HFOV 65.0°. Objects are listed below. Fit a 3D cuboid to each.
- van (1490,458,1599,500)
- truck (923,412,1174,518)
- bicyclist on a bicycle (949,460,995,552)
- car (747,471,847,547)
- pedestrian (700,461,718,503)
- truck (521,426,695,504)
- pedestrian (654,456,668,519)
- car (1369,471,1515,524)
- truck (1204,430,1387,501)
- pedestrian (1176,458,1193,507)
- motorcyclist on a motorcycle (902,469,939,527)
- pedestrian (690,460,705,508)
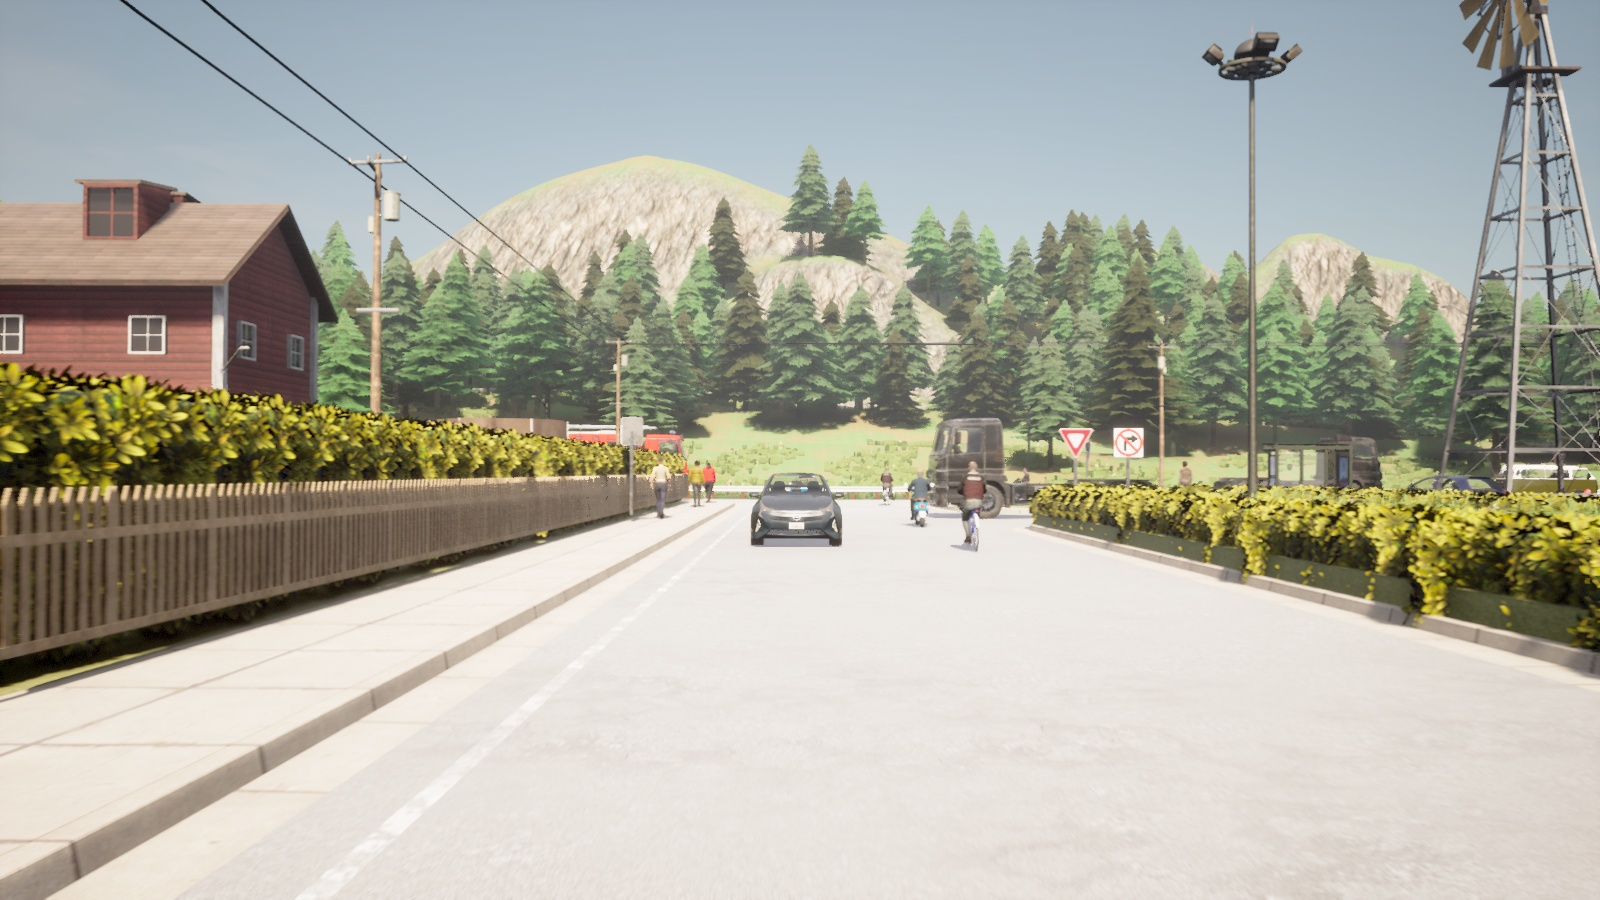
[{"bbox_3d":[37.256,1.440,62.620,4.480,2.038,2.069,-1,-1,0],"label":"van"},{"bbox_3d":[8.344,0.517,42.852,7.936,3.462,2.891,0,-1,-2],"label":"truck"},{"bbox_3d":[3.439,1.095,25.287,0.659,1.776,1.843,0,-1,0],"label":"bicyclist on a bicycle"},{"bbox_3d":[-0.065,1.222,27.489,2.007,1.525,4.514,0,-1,0],"label":"car"},{"bbox_3d":[-3.985,1.409,55.117,0.634,1.844,0.899,0,-1,6],"label":"pedestrian"},{"bbox_3d":[-9.569,0.745,63.156,8.468,3.827,2.891,0,-1,-7],"label":"truck"},{"bbox_3d":[-4.076,1.104,36.919,0.345,1.836,0.594,0,-1,-1],"label":"pedestrian"},{"bbox_3d":[19.280,1.386,37.874,1.845,1.501,3.633,0,-1,-20],"label":"car"},{"bbox_3d":[24.610,0.783,62.668,7.936,3.462,2.891,0,-1,0],"label":"truck"},{"bbox_3d":[14.364,1.198,46.902,0.328,1.805,0.869,0,-1,-3],"label":"pedestrian"},{"bbox_3d":[3.414,1.353,35.796,0.866,1.590,1.817,0,0,0],"label":"motorcyclist on a motorcycle"},{"bbox_3d":[-3.946,1.296,48.430,0.431,1.840,0.709,0,-1,6],"label":"pedestrian"}]
